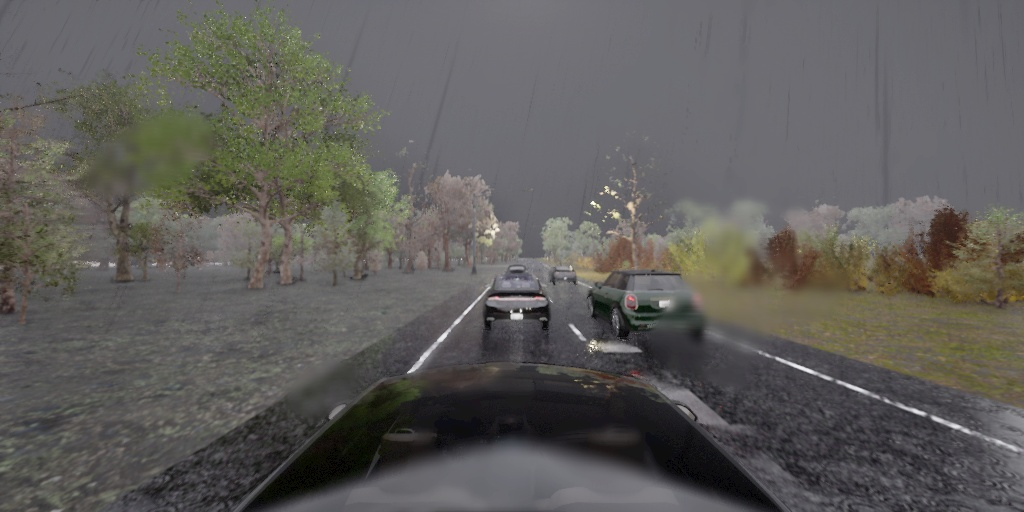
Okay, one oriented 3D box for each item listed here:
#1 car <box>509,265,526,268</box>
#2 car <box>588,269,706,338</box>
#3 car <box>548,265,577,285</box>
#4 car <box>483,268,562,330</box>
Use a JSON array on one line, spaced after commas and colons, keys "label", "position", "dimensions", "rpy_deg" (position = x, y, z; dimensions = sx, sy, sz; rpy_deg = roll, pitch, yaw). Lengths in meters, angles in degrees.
[{"label": "car", "position": [0.430, 1.467, 28.630], "dimensions": [1.837, 1.490, 4.892], "rpy_deg": [0, 0, 1]}, {"label": "car", "position": [3.638, 1.169, 10.560], "dimensions": [2.097, 1.767, 4.553], "rpy_deg": [0, -1, 1]}, {"label": "car", "position": [3.926, 1.449, 28.366], "dimensions": [2.128, 1.511, 4.902], "rpy_deg": [0, 0, 1]}, {"label": "car", "position": [0.140, 1.319, 11.475], "dimensions": [2.128, 1.511, 4.902], "rpy_deg": [0, 0, 0]}]
